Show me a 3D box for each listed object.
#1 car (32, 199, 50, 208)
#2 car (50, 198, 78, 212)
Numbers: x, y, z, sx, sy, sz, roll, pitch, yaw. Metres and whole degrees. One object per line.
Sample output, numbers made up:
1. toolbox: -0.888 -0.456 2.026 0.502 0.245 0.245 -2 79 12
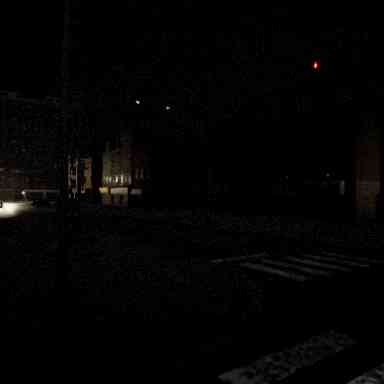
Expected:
1. car: -24.175 1.776 53.357 2.033 1.411 5.357 1 -1 -36
2. car: -15.526 1.551 41.172 2.097 1.767 4.553 1 -1 -36
